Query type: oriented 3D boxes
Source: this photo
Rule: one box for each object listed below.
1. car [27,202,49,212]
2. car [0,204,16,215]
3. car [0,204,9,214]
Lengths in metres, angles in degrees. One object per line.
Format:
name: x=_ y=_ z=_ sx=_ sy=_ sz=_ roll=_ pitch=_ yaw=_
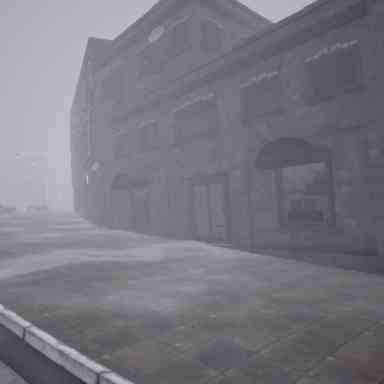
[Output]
car: x=-23.974 y=2.274 z=51.749 sx=1.812 sy=1.442 sz=4.674 roll=-3 pitch=-1 yaw=-2
car: x=-23.203 y=2.147 z=40.318 sx=1.895 sy=1.301 sz=4.718 roll=-3 pitch=-1 yaw=-4
car: x=-27.302 y=2.408 z=45.846 sx=1.994 sy=1.385 sz=4.181 roll=-3 pitch=-1 yaw=-3
